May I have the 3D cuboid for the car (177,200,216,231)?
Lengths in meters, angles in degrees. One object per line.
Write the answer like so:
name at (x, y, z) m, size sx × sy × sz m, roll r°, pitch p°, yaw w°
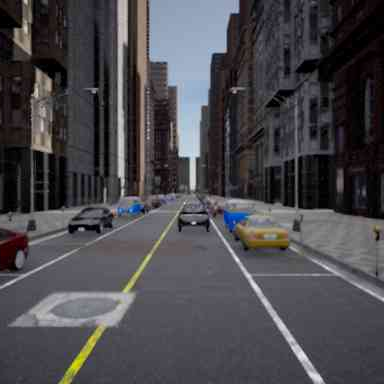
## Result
car at (0.105, 1.506, 20.753) m, size 2.128 × 1.511 × 4.902 m, roll 0°, pitch 0°, yaw 0°

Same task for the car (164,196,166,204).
car at (-5.753, 1.587, 53.339) m, size 1.887 × 1.381 × 4.507 m, roll 0°, pitch 0°, yaw 0°

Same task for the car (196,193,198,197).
car at (2.779, 1.514, 87.164) m, size 1.967 × 1.590 × 4.097 m, roll 0°, pitch 0°, yaw 0°

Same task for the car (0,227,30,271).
car at (-5.763, 1.550, 8.245) m, size 1.887 × 1.381 × 4.507 m, roll 0°, pitch 0°, yaw 0°

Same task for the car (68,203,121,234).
car at (-5.761, 1.580, 19.519) m, size 1.947 × 1.339 × 4.313 m, roll 0°, pitch 0°, yaw 0°

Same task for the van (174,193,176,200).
van at (-5.746, 1.415, 87.160) m, size 1.690 × 1.788 × 3.998 m, roll 0°, pitch 0°, yaw 0°

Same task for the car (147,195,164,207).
car at (-5.755, 1.353, 47.702) m, size 2.192 × 1.841 × 5.009 m, roll 0°, pitch 0°, yaw 0°

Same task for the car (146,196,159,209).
car at (-5.755, 1.599, 42.066) m, size 1.947 × 1.339 × 4.313 m, roll 0°, pitch 0°, yaw 0°

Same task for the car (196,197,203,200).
car at (0.110, 1.635, 43.095) m, size 1.895 × 1.301 × 4.718 m, roll 0°, pitch 0°, yaw 0°

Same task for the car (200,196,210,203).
car at (2.776, 1.603, 70.256) m, size 1.887 × 1.381 × 4.507 m, roll 0°, pitch 0°, yaw 0°

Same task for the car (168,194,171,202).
car at (-5.751, 1.493, 64.613) m, size 1.967 × 1.590 × 4.097 m, roll 0°, pitch 0°, yaw 0°

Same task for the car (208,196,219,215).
car at (2.767, 1.463, 30.802) m, size 1.967 × 1.590 × 4.097 m, roll 0°, pitch 0°, yaw 0°

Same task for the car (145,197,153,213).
car at (-5.757, 1.594, 36.429) m, size 1.947 × 1.339 × 4.313 m, roll 0°, pitch 0°, yaw 0°

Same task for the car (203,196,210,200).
car at (2.769, 1.584, 42.075) m, size 2.008 × 1.369 × 4.403 m, roll 0°, pitch 0°, yaw 0°

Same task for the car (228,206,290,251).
car at (2.763, 1.535, 14.063) m, size 1.752 × 1.417 × 4.829 m, roll 0°, pitch 0°, yaw 0°

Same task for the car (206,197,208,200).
car at (2.768, 1.554, 36.608) m, size 1.752 × 1.417 × 4.829 m, roll 0°, pitch 0°, yaw 0°

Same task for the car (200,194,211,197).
car at (2.772, 1.483, 53.347) m, size 1.967 × 1.590 × 4.097 m, roll 0°, pitch 0°, yaw 0°

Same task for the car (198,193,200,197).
car at (2.774, 1.368, 64.620) m, size 2.192 × 1.841 × 5.009 m, roll 0°, pitch 0°, yaw 0°

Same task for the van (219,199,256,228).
van at (2.764, 1.355, 19.529) m, size 1.690 × 1.788 × 3.998 m, roll 0°, pitch 0°, yaw 0°

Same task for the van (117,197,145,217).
van at (-5.759, 1.364, 30.792) m, size 1.690 × 1.788 × 3.998 m, roll 0°, pitch 0°, yaw 0°

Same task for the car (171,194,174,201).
car at (-5.748, 1.503, 75.886) m, size 1.967 × 1.590 × 4.097 m, roll 0°, pitch 0°, yaw 0°

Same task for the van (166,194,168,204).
van at (-5.752, 1.389, 58.976) m, size 1.690 × 1.788 × 3.998 m, roll 0°, pitch 0°, yaw 0°
